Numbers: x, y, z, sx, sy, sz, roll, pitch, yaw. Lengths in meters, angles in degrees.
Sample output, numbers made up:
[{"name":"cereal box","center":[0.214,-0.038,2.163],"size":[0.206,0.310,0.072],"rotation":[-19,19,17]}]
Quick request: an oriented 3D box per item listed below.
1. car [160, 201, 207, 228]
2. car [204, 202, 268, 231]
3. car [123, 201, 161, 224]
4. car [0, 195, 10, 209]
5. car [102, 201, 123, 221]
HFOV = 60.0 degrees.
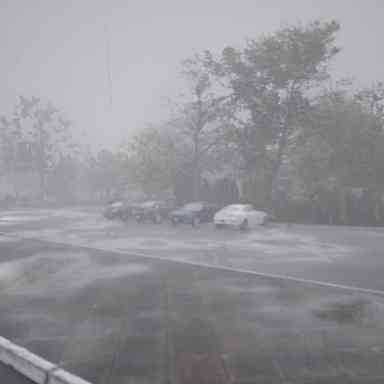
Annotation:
[{"name":"car","center":[0.477,1.407,22.208],"size":[2.097,1.535,5.008],"rotation":[0,0,36]},{"name":"car","center":[3.034,1.460,20.372],"size":[2.002,1.452,4.674],"rotation":[0,0,36]},{"name":"car","center":[-2.193,1.396,24.102],"size":[2.231,1.521,4.892],"rotation":[0,0,36]},{"name":"car","center":[-24.641,1.159,40.179],"size":[2.185,1.767,4.553],"rotation":[0,0,35]},{"name":"car","center":[-4.858,1.421,26.008],"size":[2.002,1.452,4.674],"rotation":[0,0,36]}]
